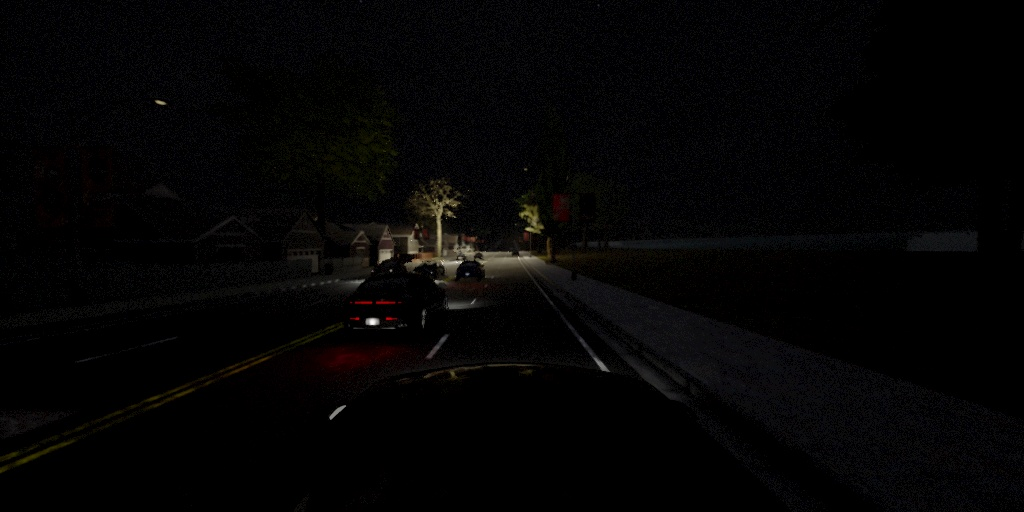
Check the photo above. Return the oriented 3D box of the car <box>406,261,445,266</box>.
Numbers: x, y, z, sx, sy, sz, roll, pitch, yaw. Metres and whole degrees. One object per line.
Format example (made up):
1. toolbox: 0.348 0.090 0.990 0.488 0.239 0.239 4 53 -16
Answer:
1. car: -6.595 1.073 28.953 2.033 1.411 5.357 0 1 0

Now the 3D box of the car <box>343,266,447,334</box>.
1. car: -3.149 1.221 10.516 1.837 1.490 4.892 0 0 0

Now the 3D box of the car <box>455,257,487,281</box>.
1. car: -3.147 1.073 27.462 1.812 1.442 4.674 0 1 0

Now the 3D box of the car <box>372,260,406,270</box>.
1. car: -9.842 1.050 29.052 1.812 1.442 4.674 0 1 0
